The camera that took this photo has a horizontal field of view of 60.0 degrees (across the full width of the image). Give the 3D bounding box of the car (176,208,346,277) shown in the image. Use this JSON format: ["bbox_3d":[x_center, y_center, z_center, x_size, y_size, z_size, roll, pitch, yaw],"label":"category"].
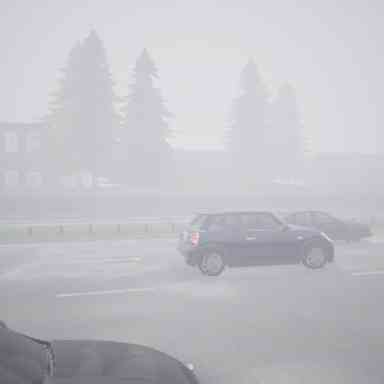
[{"bbox_3d":[1.861,1.306,9.979,4.553,1.767,2.097,0,0,-13],"label":"car"}]

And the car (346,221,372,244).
[{"bbox_3d":[4.897,1.468,14.289,5.357,1.411,2.033,0,0,-13],"label":"car"}]

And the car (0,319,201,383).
[{"bbox_3d":[-2.177,1.511,1.841,4.892,1.490,1.837,0,0,-13],"label":"car"}]
